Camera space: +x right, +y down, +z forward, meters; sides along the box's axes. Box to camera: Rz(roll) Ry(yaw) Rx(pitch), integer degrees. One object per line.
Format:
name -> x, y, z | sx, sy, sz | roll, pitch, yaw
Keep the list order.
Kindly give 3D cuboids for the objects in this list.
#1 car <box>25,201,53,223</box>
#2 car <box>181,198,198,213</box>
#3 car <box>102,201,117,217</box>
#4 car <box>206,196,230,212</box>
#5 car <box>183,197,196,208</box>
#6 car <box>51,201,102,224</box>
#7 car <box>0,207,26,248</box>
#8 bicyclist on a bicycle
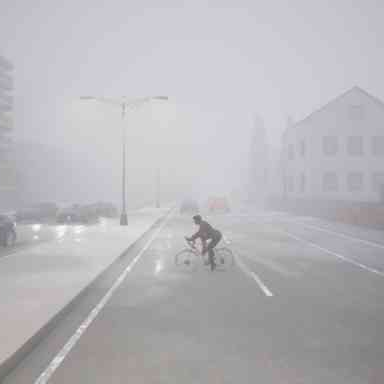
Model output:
car -> -11.857, 1.506, 25.852 | 1.837, 1.490, 4.892 | 0, 0, -1
car -> -0.297, 1.601, 37.125 | 1.895, 1.301, 4.718 | 0, 0, -1
car -> -8.393, 1.564, 31.274 | 1.994, 1.385, 4.181 | 0, 0, 0
car -> 3.137, 1.352, 38.600 | 2.097, 1.767, 4.553 | 0, 0, 0
car -> -0.427, 1.525, 48.219 | 1.812, 1.442, 4.674 | 0, 0, -1
car -> -8.286, 1.564, 24.288 | 1.994, 1.385, 4.181 | 0, 0, 0
car -> -8.220, 1.505, 12.020 | 1.837, 1.490, 4.892 | 0, 0, -1
bicyclist on a bicycle -> 0.334, 1.455, 9.210 | 1.656, 1.620, 0.582 | -2, 0, -1
